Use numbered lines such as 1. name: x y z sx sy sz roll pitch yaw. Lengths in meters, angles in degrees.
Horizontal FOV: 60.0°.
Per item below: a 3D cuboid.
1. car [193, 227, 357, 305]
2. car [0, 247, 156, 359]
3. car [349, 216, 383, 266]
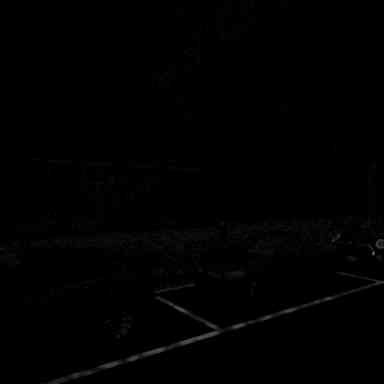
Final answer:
1. car: 1.984 1.642 8.177 4.206 1.307 1.802 1 0 -35
2. car: -2.606 1.571 4.902 4.313 1.339 1.947 1 0 -35
3. car: 6.575 1.555 11.452 4.097 1.590 1.967 1 0 -35
